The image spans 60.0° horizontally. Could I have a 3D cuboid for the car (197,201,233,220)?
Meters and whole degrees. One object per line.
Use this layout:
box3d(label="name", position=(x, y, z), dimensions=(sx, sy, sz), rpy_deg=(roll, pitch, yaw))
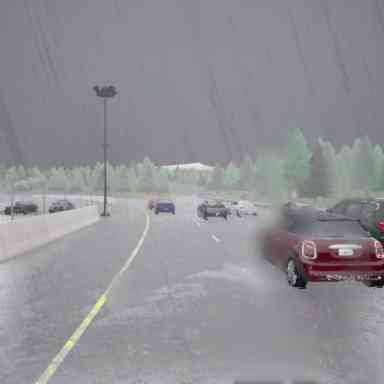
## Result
box3d(label="car", position=(1.618, 1.489, 27.974), dimensions=(2.128, 1.511, 4.902), rpy_deg=(0, 0, -8))

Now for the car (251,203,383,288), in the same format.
box3d(label="car", position=(3.291, 1.350, 9.414), dimensions=(2.097, 1.767, 4.553), rpy_deg=(0, 0, -2))

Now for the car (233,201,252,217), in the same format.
box3d(label="car", position=(4.705, 1.524, 31.179), dimensions=(1.812, 1.442, 4.674), rpy_deg=(0, 0, -8))

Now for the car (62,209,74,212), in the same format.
box3d(label="car", position=(-13.759, 1.562, 35.216), dimensions=(1.994, 1.385, 4.181), rpy_deg=(0, 0, -10))

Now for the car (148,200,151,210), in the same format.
box3d(label="car", position=(-4.703, 1.598, 43.721), dimensions=(1.895, 1.301, 4.718), rpy_deg=(0, 0, -13))

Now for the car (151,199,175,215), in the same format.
box3d(label="car", position=(-2.893, 1.476, 34.311), dimensions=(1.882, 1.535, 5.008), rpy_deg=(0, 0, -9))

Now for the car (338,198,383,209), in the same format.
box3d(label="car", position=(6.657, 1.221, 12.658), dimensions=(2.150, 2.045, 5.566), rpy_deg=(0, 0, -3))
